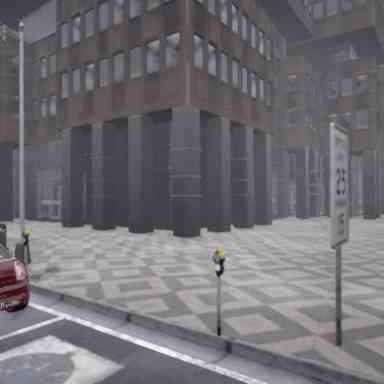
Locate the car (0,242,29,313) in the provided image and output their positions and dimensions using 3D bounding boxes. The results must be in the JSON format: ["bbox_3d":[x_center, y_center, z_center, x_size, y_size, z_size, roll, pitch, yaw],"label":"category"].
[{"bbox_3d":[-5.075,1.516,6.579,4.097,1.590,1.967,-1,0,35],"label":"car"}]
